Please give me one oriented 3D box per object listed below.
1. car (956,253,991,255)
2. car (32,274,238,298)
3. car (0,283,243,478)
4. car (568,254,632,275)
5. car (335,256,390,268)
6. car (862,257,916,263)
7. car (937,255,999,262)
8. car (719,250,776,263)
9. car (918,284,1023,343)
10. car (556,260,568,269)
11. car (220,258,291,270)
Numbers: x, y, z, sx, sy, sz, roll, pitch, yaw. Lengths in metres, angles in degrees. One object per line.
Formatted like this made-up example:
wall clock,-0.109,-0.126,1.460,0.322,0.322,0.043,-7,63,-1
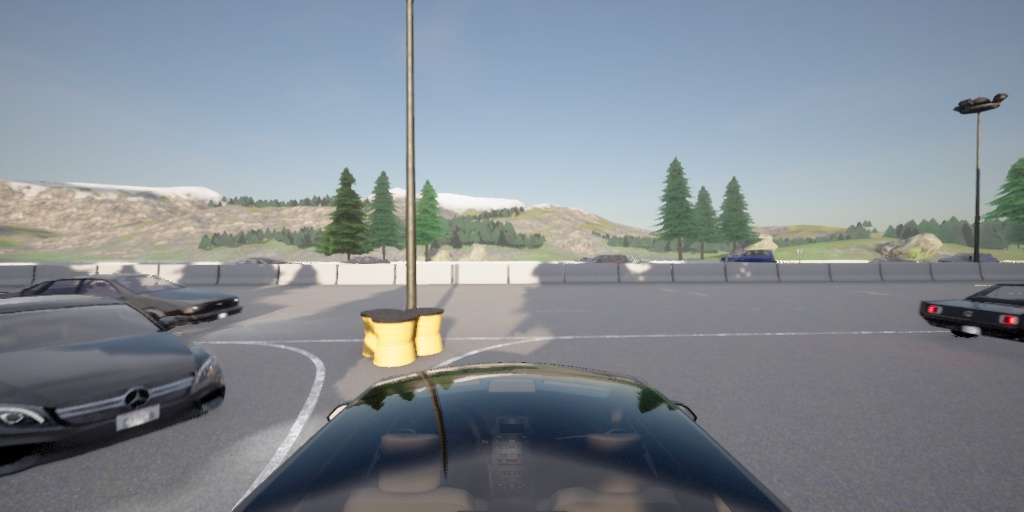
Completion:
car,50.006,0.436,39.440,4.553,1.767,2.097,0,1,9
car,-10.312,1.189,9.326,5.357,1.411,2.033,0,1,-3
car,-5.598,1.241,4.367,4.674,1.442,1.812,0,0,26
car,7.080,0.672,28.058,4.553,1.767,2.097,0,1,-3
car,-15.453,0.749,37.273,5.357,1.411,2.033,0,1,-3
car,34.606,0.771,32.999,4.181,1.385,1.994,0,1,-2
car,37.257,0.823,29.578,4.181,1.385,1.994,0,1,-1
car,26.015,0.333,39.666,5.566,2.045,2.150,0,1,-3
car,11.755,1.246,7.416,4.718,1.301,1.895,0,1,0
car,7.101,0.753,38.579,4.718,1.301,1.895,0,1,-3
car,-19.310,0.870,26.537,4.902,1.511,2.128,0,1,-3
